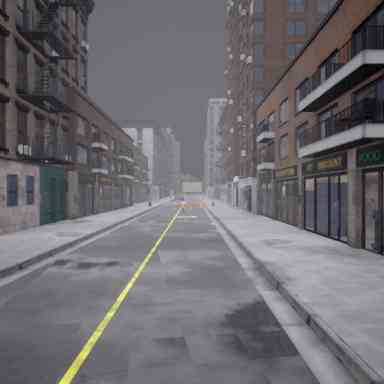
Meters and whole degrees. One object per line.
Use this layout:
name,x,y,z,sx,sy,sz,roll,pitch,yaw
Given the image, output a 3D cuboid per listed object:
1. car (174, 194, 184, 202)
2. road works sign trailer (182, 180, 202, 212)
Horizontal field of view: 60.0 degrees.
car,-3.000,1.256,75.958,2.097,1.767,4.553,0,0,0
road works sign trailer,0.000,0.450,38.725,2.380,3.560,2.880,0,0,0
